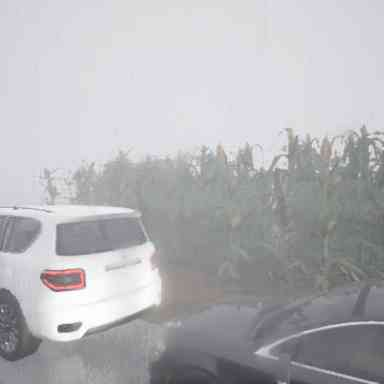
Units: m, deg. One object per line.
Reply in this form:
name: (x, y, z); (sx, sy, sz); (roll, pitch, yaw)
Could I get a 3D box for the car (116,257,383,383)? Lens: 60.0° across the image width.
car: (1.786, 1.520, 2.675); (4.892, 1.490, 1.837); (0, 0, 36)

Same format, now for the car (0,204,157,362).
car: (-3.112, 1.245, 6.194); (5.566, 2.045, 2.150); (0, 0, 36)
